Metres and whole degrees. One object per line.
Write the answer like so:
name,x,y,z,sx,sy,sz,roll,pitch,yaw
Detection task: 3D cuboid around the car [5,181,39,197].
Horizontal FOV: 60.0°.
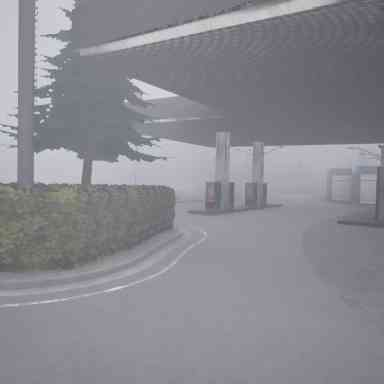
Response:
car,-21.784,-0.469,42.450,4.605,1.855,1.932,2,2,35

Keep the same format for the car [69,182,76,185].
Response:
car,-25.457,-1.284,68.090,4.605,1.855,1.932,2,2,35

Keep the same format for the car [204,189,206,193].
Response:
car,4.868,-0.306,65.621,5.027,1.636,2.152,2,2,35

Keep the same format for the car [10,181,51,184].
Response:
car,-17.252,-0.182,35.232,3.866,1.878,1.905,2,2,35

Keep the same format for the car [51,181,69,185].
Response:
car,-26.795,-1.260,65.478,3.866,1.878,1.905,2,2,35
